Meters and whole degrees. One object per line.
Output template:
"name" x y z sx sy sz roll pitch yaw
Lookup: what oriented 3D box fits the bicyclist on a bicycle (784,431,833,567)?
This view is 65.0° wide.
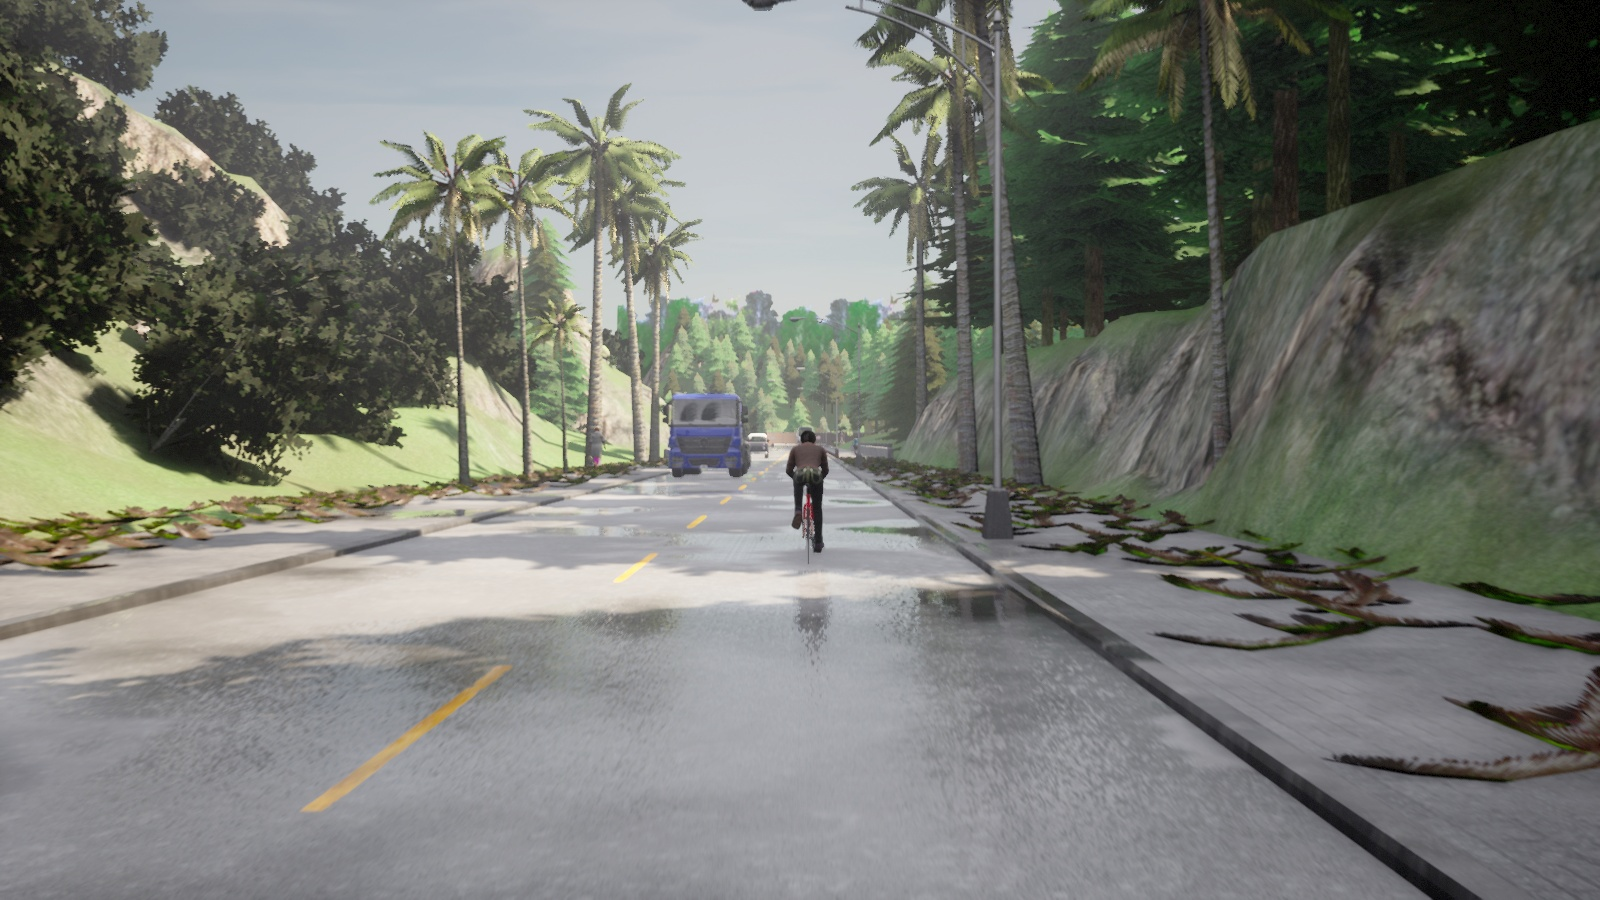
"bicyclist on a bicycle" 0.103 0.582 15.804 0.582 1.620 1.656 0 0 0

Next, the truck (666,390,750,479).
"truck" -3.726 -0.629 52.660 2.891 3.462 7.936 0 0 0

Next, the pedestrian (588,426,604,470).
"pedestrian" -9.140 -0.111 56.281 0.659 1.952 0.873 0 0 -5
